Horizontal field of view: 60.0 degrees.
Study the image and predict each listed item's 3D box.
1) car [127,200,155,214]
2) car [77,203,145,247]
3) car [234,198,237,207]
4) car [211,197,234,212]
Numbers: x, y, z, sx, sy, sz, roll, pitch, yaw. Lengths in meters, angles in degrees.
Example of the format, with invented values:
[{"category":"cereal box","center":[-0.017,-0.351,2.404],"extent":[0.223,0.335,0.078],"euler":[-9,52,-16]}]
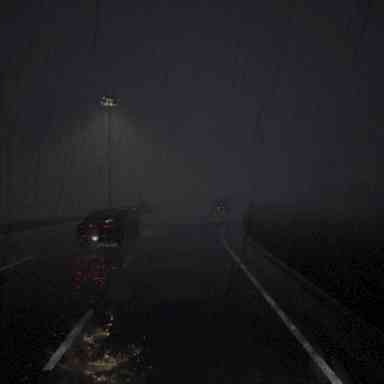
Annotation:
[{"category":"car","center":[-5.002,1.450,30.636],"extent":[2.033,1.411,5.357],"euler":[0,0,11]},{"category":"car","center":[-3.558,1.466,14.875],"extent":[1.837,1.490,4.892],"euler":[-1,0,2]},{"category":"car","center":[5.304,1.358,47.123],"extent":[1.895,1.301,4.718],"euler":[0,0,11]},{"category":"car","center":[3.130,1.328,35.815],"extent":[1.837,1.490,4.892],"euler":[0,1,11]}]
